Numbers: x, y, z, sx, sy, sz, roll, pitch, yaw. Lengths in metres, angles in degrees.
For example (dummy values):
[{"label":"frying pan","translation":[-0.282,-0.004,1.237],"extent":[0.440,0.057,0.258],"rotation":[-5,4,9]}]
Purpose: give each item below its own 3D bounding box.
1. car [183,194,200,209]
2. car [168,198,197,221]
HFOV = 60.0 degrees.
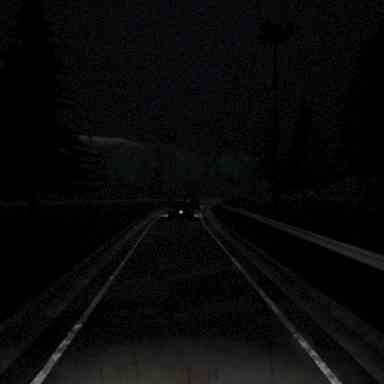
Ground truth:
[{"label":"car","translation":[-0.183,1.147,42.055],"extent":[2.097,1.767,4.553],"rotation":[0,0,5]},{"label":"car","translation":[-0.814,1.436,26.261],"extent":[1.994,1.385,4.181],"rotation":[0,0,0]}]
